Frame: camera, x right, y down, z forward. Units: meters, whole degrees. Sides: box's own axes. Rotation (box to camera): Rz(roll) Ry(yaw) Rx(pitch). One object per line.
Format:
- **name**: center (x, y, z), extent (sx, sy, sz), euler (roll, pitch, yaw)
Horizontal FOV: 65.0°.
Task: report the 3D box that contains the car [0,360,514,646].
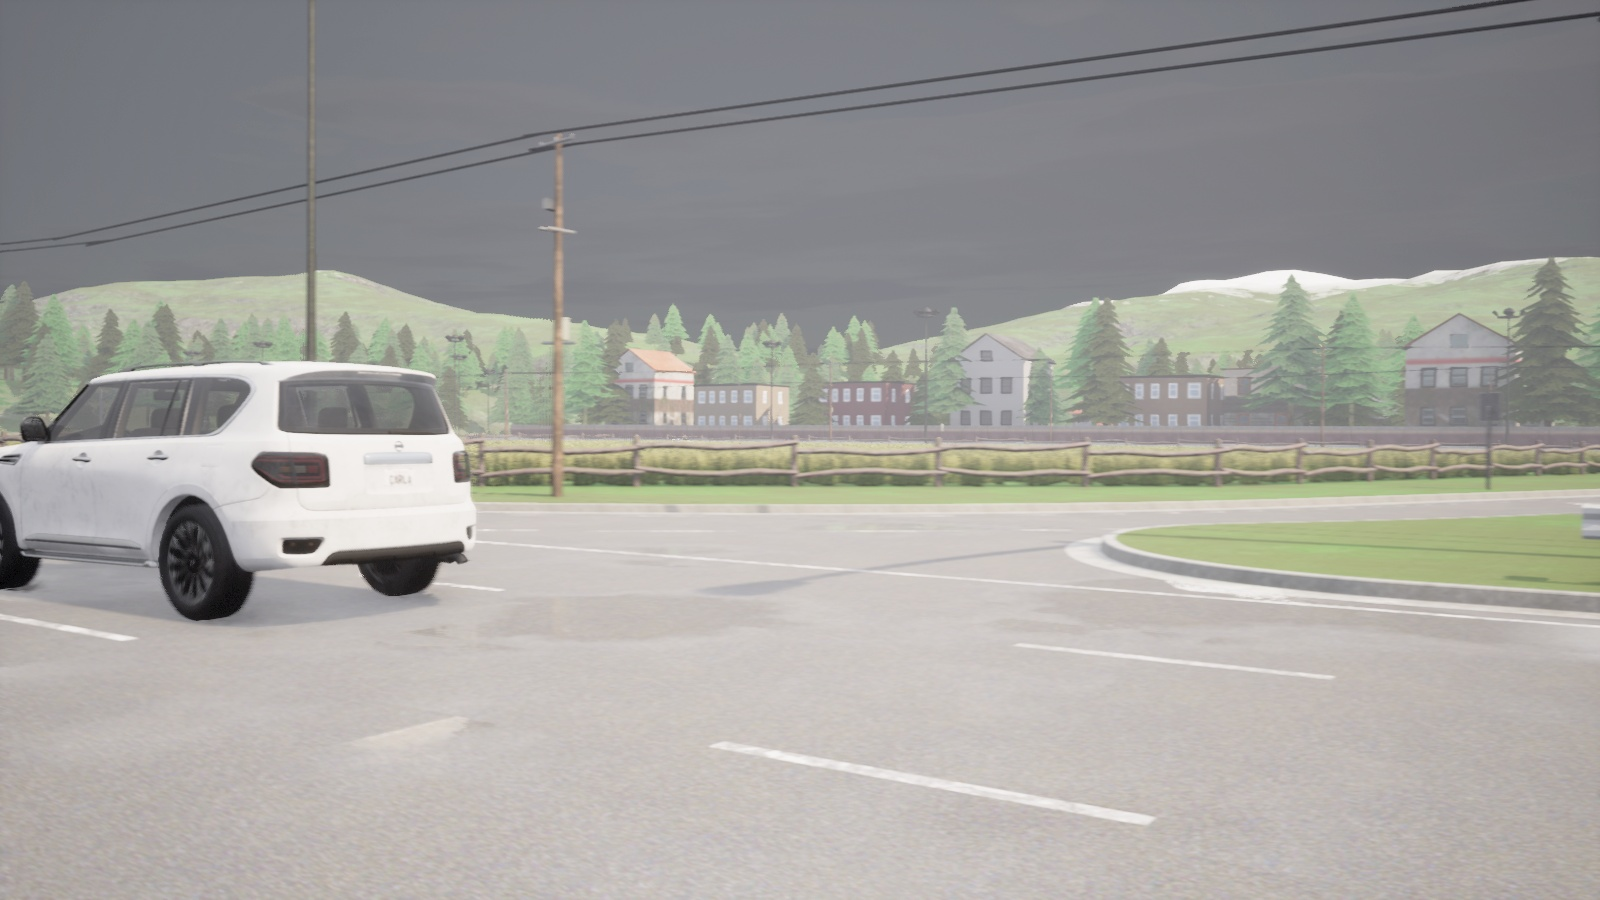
- **car**: center (-5.377, 0.374, 11.393), extent (5.566, 2.045, 2.150), euler (0, 1, 34)
